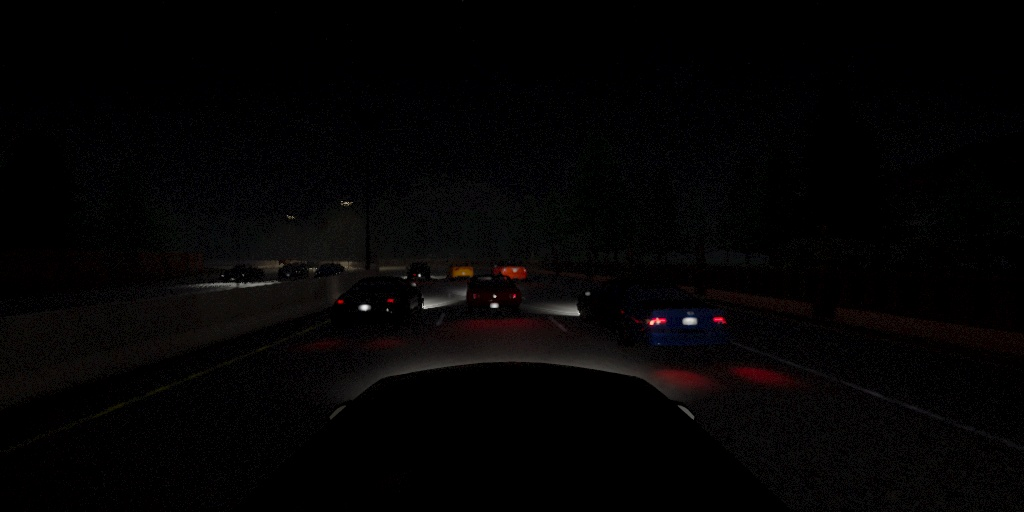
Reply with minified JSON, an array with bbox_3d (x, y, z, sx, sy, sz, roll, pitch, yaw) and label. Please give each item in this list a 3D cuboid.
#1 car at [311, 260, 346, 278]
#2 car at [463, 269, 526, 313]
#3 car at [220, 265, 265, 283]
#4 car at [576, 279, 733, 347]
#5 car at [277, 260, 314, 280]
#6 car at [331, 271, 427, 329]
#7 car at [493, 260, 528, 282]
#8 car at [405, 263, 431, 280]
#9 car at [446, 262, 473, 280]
[{"bbox_3d":[-15.605,1.333,31.024,1.882,1.535,5.008,0,0,-19],"label":"car"},{"bbox_3d":[-0.841,1.369,14.138,1.895,1.301,4.718,0,0,-7],"label":"car"},{"bbox_3d":[-22.792,1.435,30.584,2.033,1.411,5.357,0,0,-20],"label":"car"},{"bbox_3d":[3.182,1.292,9.309,2.033,1.411,5.357,0,0,-4],"label":"car"},{"bbox_3d":[-19.946,1.368,32.838,2.128,1.511,4.902,0,0,-21],"label":"car"},{"bbox_3d":[-4.110,1.344,11.510,1.994,1.385,4.181,0,0,-6],"label":"car"},{"bbox_3d":[-0.286,1.136,29.123,2.097,1.767,4.553,0,0,-14],"label":"car"},{"bbox_3d":[-8.167,1.327,31.282,1.837,1.490,4.892,0,0,-17],"label":"car"},{"bbox_3d":[-4.686,1.284,31.871,1.882,1.535,5.008,0,0,-17],"label":"car"}]
